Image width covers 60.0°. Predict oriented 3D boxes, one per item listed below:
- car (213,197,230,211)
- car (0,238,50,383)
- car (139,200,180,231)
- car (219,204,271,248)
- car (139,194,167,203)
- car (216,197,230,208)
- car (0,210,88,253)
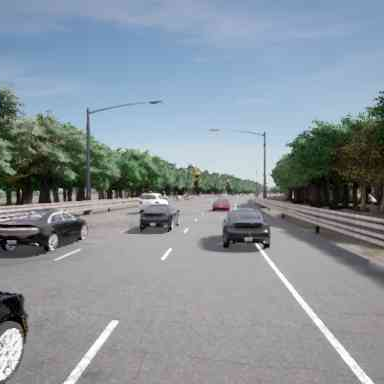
[{"bbox_3d":[3.512,1.545,39.701,1.994,1.385,4.181,0,0,7],"label":"car"},{"bbox_3d":[-3.159,1.476,2.346,1.882,1.535,5.008,0,0,3],"label":"car"},{"bbox_3d":[-1.894,1.493,20.298,1.837,1.490,4.892,0,0,5],"label":"car"},{"bbox_3d":[2.268,1.498,14.684,1.837,1.490,4.892,0,0,4],"label":"car"},{"bbox_3d":[-4.004,1.205,34.965,2.150,2.045,5.566,0,0,6],"label":"car"},{"bbox_3d":[4.685,1.509,50.148,1.812,1.442,4.674,0,0,8],"label":"car"},{"bbox_3d":[-5.924,1.484,13.726,2.128,1.511,4.902,0,0,4],"label":"car"}]
